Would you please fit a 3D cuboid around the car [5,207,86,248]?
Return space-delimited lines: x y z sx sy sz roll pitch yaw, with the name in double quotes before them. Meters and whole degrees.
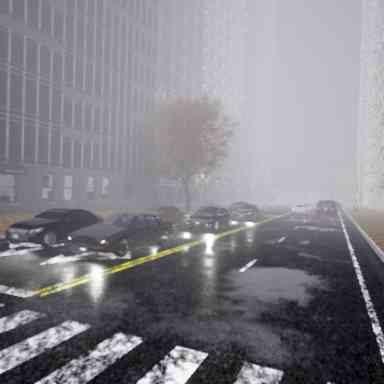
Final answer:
"car" -5.575 1.394 14.292 1.812 1.442 4.674 2 0 22

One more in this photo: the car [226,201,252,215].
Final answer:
"car" 5.878 1.888 40.979 1.882 1.535 5.008 2 0 23

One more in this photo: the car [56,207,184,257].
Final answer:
"car" -2.492 1.526 13.259 2.033 1.411 5.357 2 0 23

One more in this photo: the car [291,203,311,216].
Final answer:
"car" 13.964 2.244 42.990 1.812 1.442 4.674 2 0 23

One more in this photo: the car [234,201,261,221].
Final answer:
"car" 5.222 1.870 31.281 1.812 1.442 4.674 2 0 24

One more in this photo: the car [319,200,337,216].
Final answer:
"car" 19.354 2.156 47.308 2.150 2.045 5.566 2 0 23

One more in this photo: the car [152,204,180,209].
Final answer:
"car" -2.006 1.564 22.658 1.812 1.442 4.674 2 0 23

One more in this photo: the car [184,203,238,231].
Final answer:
"car" 1.279 1.662 22.077 1.837 1.490 4.892 2 0 23

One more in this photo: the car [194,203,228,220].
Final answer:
"car" 1.901 1.787 31.797 1.994 1.385 4.181 2 0 23

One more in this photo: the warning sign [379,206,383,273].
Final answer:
"warning sign" 6.247 1.401 9.595 1.300 1.860 1.060 3 1 23

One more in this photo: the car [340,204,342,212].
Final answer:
"car" 26.259 2.594 60.837 2.097 1.767 4.553 2 0 23

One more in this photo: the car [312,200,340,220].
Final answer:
"car" 15.128 1.958 37.419 2.150 2.045 5.566 2 0 23
